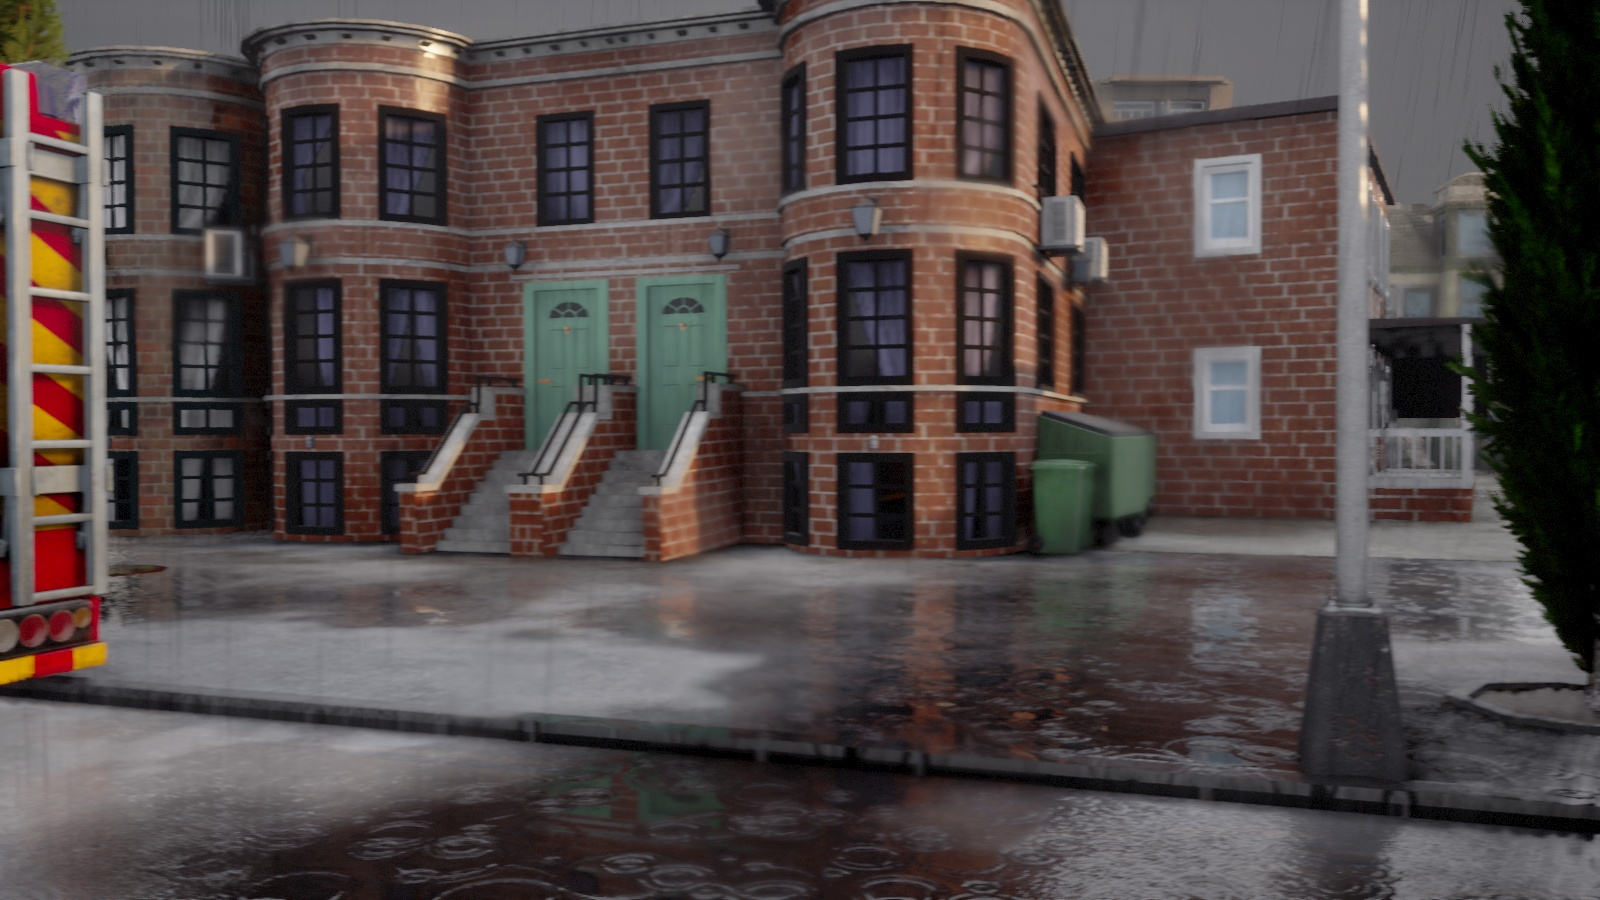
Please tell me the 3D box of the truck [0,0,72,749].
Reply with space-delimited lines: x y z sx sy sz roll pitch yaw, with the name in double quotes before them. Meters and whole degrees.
"truck" -8.251 -0.473 6.478 8.468 3.827 2.891 1 1 19
